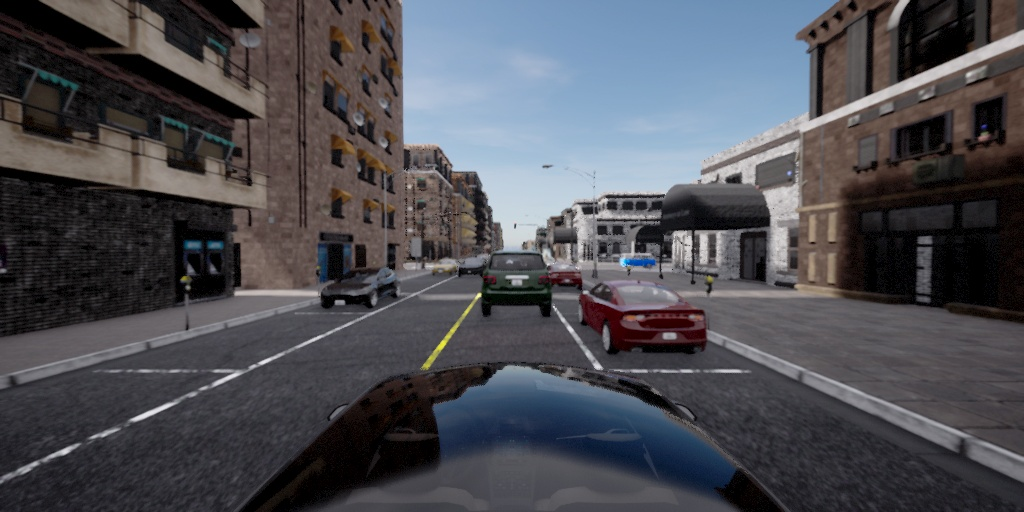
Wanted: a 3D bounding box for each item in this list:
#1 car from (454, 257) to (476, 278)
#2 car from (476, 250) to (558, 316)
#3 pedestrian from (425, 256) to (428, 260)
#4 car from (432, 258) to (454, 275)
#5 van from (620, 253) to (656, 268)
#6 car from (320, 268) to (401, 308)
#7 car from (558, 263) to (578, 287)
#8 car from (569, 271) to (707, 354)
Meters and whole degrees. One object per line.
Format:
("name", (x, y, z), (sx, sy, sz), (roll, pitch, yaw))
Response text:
("car", (-3.060, 0.844, 28.392), (1.882, 1.535, 5.008), (0, 0, 0))
("car", (0.107, 0.809, 12.729), (2.150, 2.045, 5.566), (0, 1, -1))
("pedestrian", (-12.630, 0.475, 53.006), (0.500, 1.100, 0.500), (0, 1, 0))
("car", (-5.691, 0.854, 30.966), (1.751, 1.417, 4.829), (0, 0, 0))
("van", (14.656, 0.586, 41.902), (3.998, 1.789, 1.690), (0, 0, 0))
("car", (-5.691, 1.136, 14.048), (1.948, 1.339, 4.313), (0, 0, 0))
("car", (2.690, 1.034, 19.739), (1.888, 1.381, 4.507), (0, 0, 0))
("car", (2.690, 1.198, 8.347), (1.888, 1.381, 4.507), (0, 0, 0))
